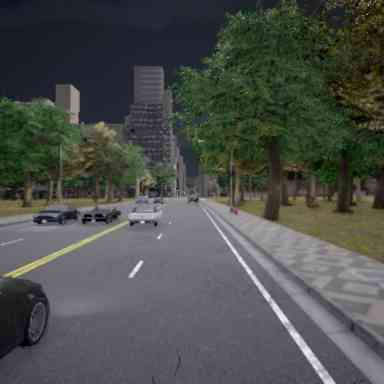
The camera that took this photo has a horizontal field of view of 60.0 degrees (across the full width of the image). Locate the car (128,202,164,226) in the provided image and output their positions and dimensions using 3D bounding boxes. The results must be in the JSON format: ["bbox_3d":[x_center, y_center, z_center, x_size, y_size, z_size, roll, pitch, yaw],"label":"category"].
[{"bbox_3d":[-3.157,1.626,23.427,1.895,1.301,4.718,0,0,0],"label":"car"}]

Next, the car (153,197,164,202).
[{"bbox_3d":[-6.525,1.752,65.479,2.033,1.411,5.357,0,0,0],"label":"car"}]

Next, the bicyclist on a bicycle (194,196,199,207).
[{"bbox_3d":[0.878,1.506,52.874,0.659,1.776,1.843,0,0,0],"label":"bicyclist on a bicycle"}]

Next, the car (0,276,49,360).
[{"bbox_3d":[-3.165,1.528,3.353,1.812,1.442,4.674,0,0,0],"label":"car"}]

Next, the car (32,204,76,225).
[{"bbox_3d":[-9.856,1.575,24.855,2.033,1.411,5.357,0,0,0],"label":"car"}]

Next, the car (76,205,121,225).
[{"bbox_3d":[-6.606,1.628,24.464,1.895,1.301,4.718,0,0,0],"label":"car"}]

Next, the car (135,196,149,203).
[{"bbox_3d":[-9.780,1.560,65.136,2.097,1.767,4.553,0,0,0],"label":"car"}]

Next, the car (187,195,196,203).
[{"bbox_3d":[-0.022,1.765,74.910,1.837,1.490,4.892,0,0,0],"label":"car"}]

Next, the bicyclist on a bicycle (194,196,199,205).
[{"bbox_3d":[0.875,1.624,61.966,0.866,1.612,1.509,0,0,0],"label":"bicyclist on a bicycle"}]

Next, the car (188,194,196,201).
[{"bbox_3d":[-0.024,1.512,86.612,2.097,1.767,4.553,0,0,0],"label":"car"}]
